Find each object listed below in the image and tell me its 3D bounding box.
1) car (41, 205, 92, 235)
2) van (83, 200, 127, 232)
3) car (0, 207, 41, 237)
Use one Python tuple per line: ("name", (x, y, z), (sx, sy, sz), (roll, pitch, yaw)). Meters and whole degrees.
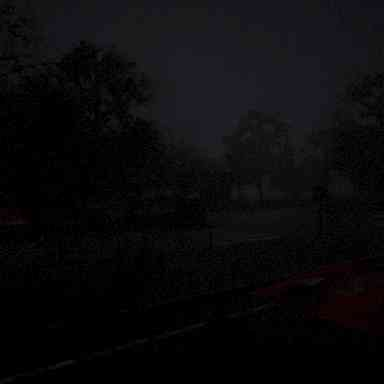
("car", (-8.294, 1.746, 20.868), (2.163, 1.488, 4.792), (1, -1, -36))
("van", (-5.951, 1.545, 22.368), (1.878, 1.987, 4.442), (1, -1, -36))
("car", (-10.425, 1.659, 19.076), (1.946, 1.575, 5.366), (1, -1, -36))
